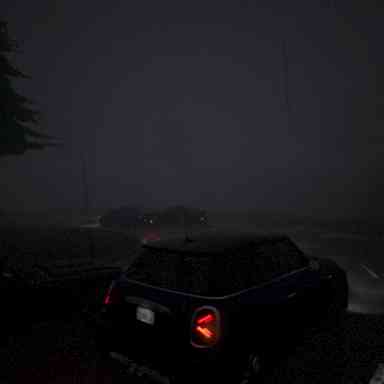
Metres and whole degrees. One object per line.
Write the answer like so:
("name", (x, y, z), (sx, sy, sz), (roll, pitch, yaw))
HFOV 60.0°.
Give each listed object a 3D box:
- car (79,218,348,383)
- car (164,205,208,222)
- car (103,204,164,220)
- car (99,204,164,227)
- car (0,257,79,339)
("car", (0.857, 1.406, 5.315), (2.097, 1.767, 4.553), (-1, -1, 40))
("car", (-1.050, 1.730, 24.995), (5.008, 1.535, 1.882), (-1, -2, 45))
("car", (-5.588, 1.873, 31.737), (5.357, 1.411, 2.033), (0, -1, 19))
("car", (-4.500, 1.765, 23.268), (4.674, 1.442, 1.812), (-1, -1, 38))
("car", (-3.383, 1.662, 5.468), (4.718, 1.301, 1.895), (0, -1, -41))
